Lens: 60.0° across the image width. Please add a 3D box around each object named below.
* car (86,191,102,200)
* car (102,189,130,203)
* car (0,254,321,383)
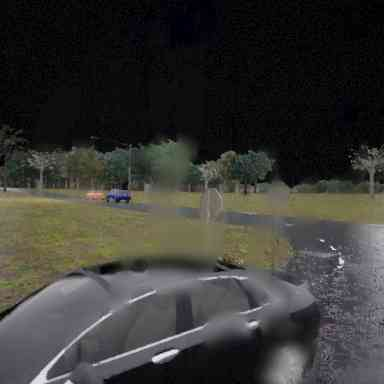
[{"bbox_3d":[-17.401,0.514,59.554,2.097,1.767,4.553,2,0,-35],"label":"car"},{"bbox_3d":[-11.407,0.583,51.105,2.150,2.045,5.566,2,0,-35],"label":"car"},{"bbox_3d":[-0.672,1.512,3.388,4.892,1.490,1.837,0,0,-35],"label":"car"}]
